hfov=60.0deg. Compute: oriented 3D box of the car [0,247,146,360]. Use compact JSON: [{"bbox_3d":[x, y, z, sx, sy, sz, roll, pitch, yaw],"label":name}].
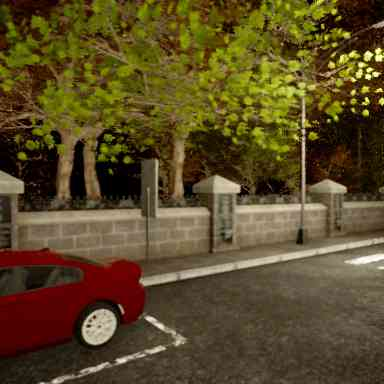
[{"bbox_3d":[-2.851,1.544,4.682,4.507,1.381,1.887,0,0,-35],"label":"car"}]
